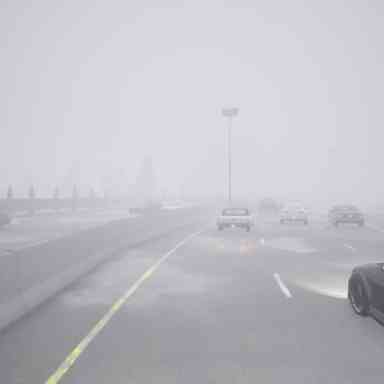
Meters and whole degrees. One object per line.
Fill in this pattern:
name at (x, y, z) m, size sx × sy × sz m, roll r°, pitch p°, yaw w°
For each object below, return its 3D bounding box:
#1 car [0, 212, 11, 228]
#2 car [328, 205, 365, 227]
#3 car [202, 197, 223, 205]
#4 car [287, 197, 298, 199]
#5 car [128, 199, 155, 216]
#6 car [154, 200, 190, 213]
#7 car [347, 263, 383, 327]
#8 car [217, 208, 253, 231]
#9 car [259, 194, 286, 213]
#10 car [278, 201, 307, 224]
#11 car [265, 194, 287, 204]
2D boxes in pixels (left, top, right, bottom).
car at (-12.289, 1.528, 17.933) m, size 2.033 × 1.411 × 5.357 m, roll 0°, pitch 0°, yaw 11°
car at (10.749, 1.592, 23.453) m, size 2.033 × 1.411 × 5.357 m, roll 0°, pitch 0°, yaw 17°
car at (3.537, 1.680, 57.229) m, size 1.837 × 1.490 × 4.892 m, roll 0°, pitch 0°, yaw 33°
car at (20.071, 1.725, 66.978) m, size 1.812 × 1.442 × 4.674 m, roll 0°, pitch -1°, yaw 43°
car at (-4.533, 1.524, 33.272) m, size 1.882 × 1.535 × 5.008 m, roll 0°, pitch 0°, yaw 20°
car at (-1.486, 1.571, 31.407) m, size 1.812 × 1.442 × 4.674 m, roll 0°, pitch 0°, yaw 20°
car at (3.921, 1.581, 4.789) m, size 1.994 × 1.385 × 4.181 m, roll 0°, pitch 0°, yaw 4°
car at (2.824, 1.626, 20.806) m, size 1.895 × 1.301 × 4.718 m, roll 0°, pitch 0°, yaw 13°
car at (9.213, 1.438, 38.518) m, size 2.097 × 1.767 × 4.553 m, roll 0°, pitch 0°, yaw 25°
car at (7.699, 1.569, 25.226) m, size 1.812 × 1.442 × 4.674 m, roll 0°, pitch 0°, yaw 17°
car at (17.560, 1.434, 69.417) m, size 2.150 × 2.045 × 5.566 m, roll 0°, pitch -1°, yaw 43°
